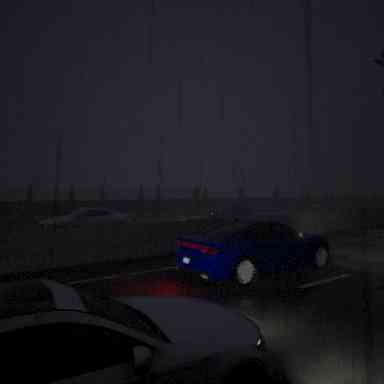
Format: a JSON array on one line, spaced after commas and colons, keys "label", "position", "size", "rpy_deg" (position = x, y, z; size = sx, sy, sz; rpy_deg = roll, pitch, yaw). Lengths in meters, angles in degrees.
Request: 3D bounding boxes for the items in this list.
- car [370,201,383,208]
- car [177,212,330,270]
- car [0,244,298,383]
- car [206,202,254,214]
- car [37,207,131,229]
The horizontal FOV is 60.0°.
[{"label": "car", "position": [16.977, 1.543, 28.986], "size": [4.674, 1.442, 1.812], "rpy_deg": [0, 0, -36]}, {"label": "car", "position": [1.875, 1.482, 9.381], "size": [5.008, 1.535, 1.882], "rpy_deg": [0, 0, -35]}, {"label": "car", "position": [-1.333, 1.526, 2.795], "size": [4.674, 1.442, 1.812], "rpy_deg": [0, 0, -35]}, {"label": "car", "position": [3.233, 1.576, 27.785], "size": [4.181, 1.385, 1.994], "rpy_deg": [0, 0, -35]}, {"label": "car", "position": [-5.471, 1.530, 17.284], "size": [4.674, 1.442, 1.812], "rpy_deg": [0, 0, -35]}]
